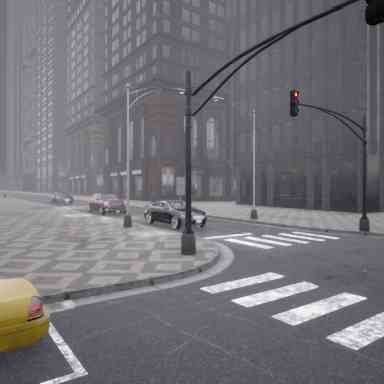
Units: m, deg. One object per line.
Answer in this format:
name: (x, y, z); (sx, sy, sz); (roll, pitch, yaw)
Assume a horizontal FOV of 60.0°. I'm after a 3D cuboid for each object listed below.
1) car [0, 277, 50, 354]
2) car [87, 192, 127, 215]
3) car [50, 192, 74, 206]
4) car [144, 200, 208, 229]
car: (-4.223, 1.525, 3.641); (4.829, 1.417, 1.752); (0, 0, -35)
car: (-7.009, 0.876, 27.546); (2.097, 1.767, 4.553); (0, 1, -35)
car: (-15.352, 0.760, 39.195); (2.128, 1.511, 4.902); (0, 1, -35)
car: (-1.056, 1.206, 19.242); (2.128, 1.511, 4.902); (0, 1, -36)
